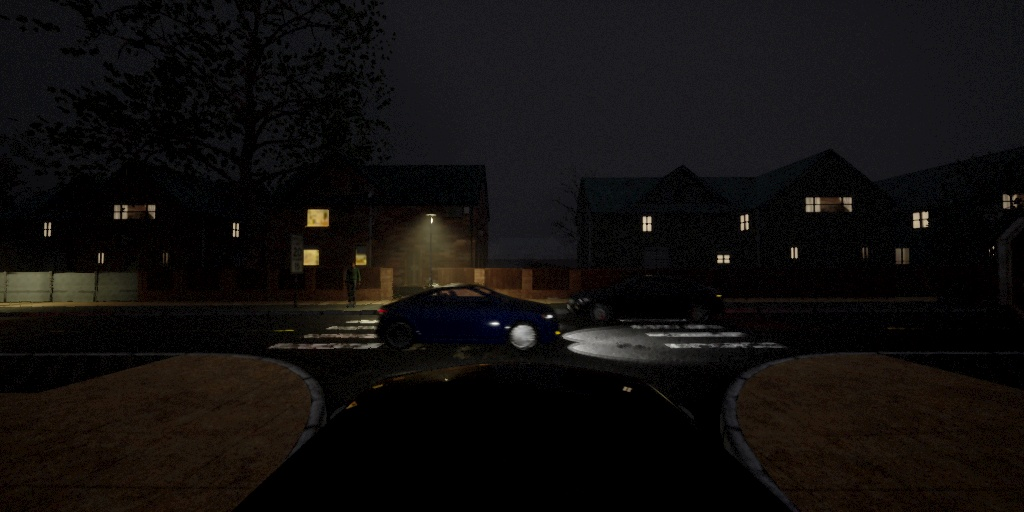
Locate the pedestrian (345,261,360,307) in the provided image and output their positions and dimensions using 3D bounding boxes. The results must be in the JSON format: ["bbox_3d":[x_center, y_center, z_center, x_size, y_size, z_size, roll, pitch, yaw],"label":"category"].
[{"bbox_3d":[-6.486,1.113,14.539,0.375,1.860,0.375,0,-1,2],"label":"pedestrian"}]

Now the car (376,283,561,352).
[{"bbox_3d":[-0.969,1.348,8.505,4.181,1.385,1.994,0,-1,2],"label":"car"}]

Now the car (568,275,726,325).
[{"bbox_3d":[4.139,1.323,11.315,4.674,1.442,1.812,-1,-1,2],"label":"car"}]
